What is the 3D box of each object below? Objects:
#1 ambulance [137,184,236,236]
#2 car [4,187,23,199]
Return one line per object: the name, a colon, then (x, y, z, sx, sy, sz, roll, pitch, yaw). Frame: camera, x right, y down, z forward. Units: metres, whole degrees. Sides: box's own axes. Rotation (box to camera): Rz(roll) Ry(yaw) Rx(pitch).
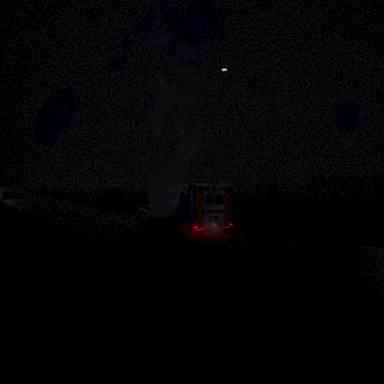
ambulance: (-0.683, 0.785, 17.176, 2.351, 2.431, 6.366, -2, 2, -36)
car: (-24.558, 0.088, 45.708, 1.882, 1.535, 5.008, -2, 3, -36)
